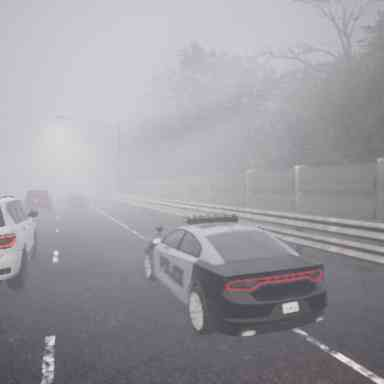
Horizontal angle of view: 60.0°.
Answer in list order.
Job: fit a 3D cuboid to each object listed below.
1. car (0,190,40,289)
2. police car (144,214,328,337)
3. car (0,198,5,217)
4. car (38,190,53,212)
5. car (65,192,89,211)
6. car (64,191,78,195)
[{"bbox_3d":[-5.317,1.113,8.494,2.150,2.045,5.566,-1,1,-22],"label":"car"},{"bbox_3d":[0.345,1.282,6.785,1.930,1.638,5.238,-1,1,-22],"label":"police car"},{"bbox_3d":[-15.583,1.247,24.896,2.033,1.411,5.357,-1,1,-22],"label":"car"},{"bbox_3d":[-14.117,0.792,30.679,2.150,2.045,5.566,-1,1,-22],"label":"car"},{"bbox_3d":[-11.375,1.037,33.218,2.033,1.411,5.357,-1,1,-21],"label":"car"},{"bbox_3d":[-16.289,0.671,45.459,2.097,1.767,4.553,-1,1,-21],"label":"car"}]
